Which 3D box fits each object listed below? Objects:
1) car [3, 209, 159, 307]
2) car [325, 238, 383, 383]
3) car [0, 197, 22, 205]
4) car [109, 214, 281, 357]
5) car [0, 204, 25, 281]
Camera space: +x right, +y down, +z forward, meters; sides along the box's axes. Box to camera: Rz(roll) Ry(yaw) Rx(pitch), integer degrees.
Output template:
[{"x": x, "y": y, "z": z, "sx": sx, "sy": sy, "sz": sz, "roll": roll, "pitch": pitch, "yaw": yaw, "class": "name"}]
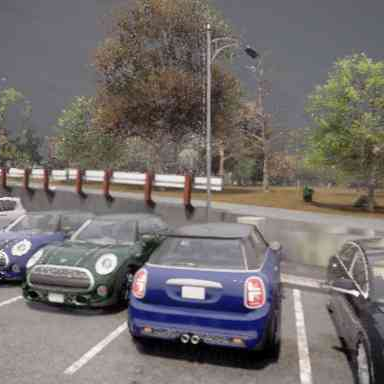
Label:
[{"x": -1.854, "y": 1.355, "z": 8.204, "sx": 2.185, "sy": 1.767, "sz": 4.553, "roll": 1, "pitch": -1, "yaw": 16, "class": "car"}, {"x": 3.054, "y": 1.488, "z": 4.664, "sx": 2.231, "sy": 1.521, "sz": 4.892, "roll": 1, "pitch": -1, "yaw": 16, "class": "car"}, {"x": -9.245, "y": 1.219, "z": 13.420, "sx": 2.435, "sy": 2.045, "sz": 5.566, "roll": 1, "pitch": -1, "yaw": 16, "class": "car"}, {"x": 0.582, "y": 1.358, "z": 6.388, "sx": 2.185, "sy": 1.767, "sz": 4.553, "roll": 0, "pitch": -1, "yaw": 15, "class": "car"}, {"x": -4.321, "y": 1.352, "z": 9.960, "sx": 2.185, "sy": 1.767, "sz": 4.553, "roll": 1, "pitch": -1, "yaw": 16, "class": "car"}]
